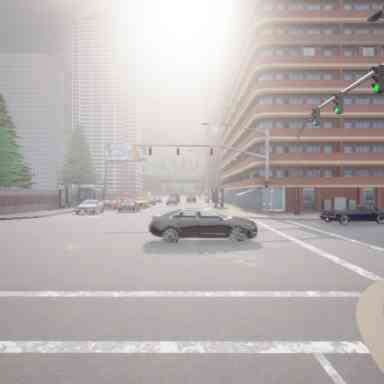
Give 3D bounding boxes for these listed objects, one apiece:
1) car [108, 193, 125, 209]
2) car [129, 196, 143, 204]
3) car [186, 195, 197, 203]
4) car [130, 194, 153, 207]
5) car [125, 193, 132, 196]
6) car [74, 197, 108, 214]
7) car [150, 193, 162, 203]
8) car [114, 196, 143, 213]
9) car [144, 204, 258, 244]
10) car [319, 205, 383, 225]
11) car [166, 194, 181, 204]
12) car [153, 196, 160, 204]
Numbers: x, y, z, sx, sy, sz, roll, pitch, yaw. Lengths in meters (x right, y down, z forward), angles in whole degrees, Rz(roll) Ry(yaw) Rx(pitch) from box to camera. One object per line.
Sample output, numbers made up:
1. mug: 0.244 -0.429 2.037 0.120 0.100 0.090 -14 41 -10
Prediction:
1. car: -10.669 1.352 43.879 2.097 1.767 4.553 0 0 0
2. car: -10.646 1.504 64.025 1.837 1.490 4.892 0 0 0
3. car: -0.112 1.350 69.683 2.097 1.767 4.553 0 0 0
4. car: -7.173 1.477 47.109 1.882 1.535 5.008 0 0 0
5. car: -10.679 1.221 53.608 2.150 2.045 5.566 0 0 0
6. car: -10.655 1.525 34.933 1.812 1.442 4.674 0 0 2
7. car: -7.132 1.525 66.812 1.812 1.442 4.674 0 0 0
8. car: -7.145 1.525 37.770 1.812 1.442 4.674 0 0 0
9. car: 0.464 1.470 15.065 4.902 1.511 2.128 0 0 -1
10. car: 11.385 1.545 23.200 4.718 1.301 1.895 0 0 -13
11. car: -3.493 1.547 58.193 2.033 1.411 5.357 0 0 0
12. car: -7.175 1.491 56.588 2.128 1.511 4.902 0 0 0
